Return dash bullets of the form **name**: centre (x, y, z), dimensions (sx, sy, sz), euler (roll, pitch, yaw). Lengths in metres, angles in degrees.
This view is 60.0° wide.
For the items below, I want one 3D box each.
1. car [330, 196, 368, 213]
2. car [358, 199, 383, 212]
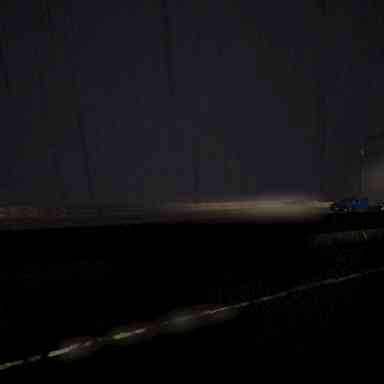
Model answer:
- **car**: centre (18.074, 1.518, 37.860), dimensions (5.566, 2.045, 2.150), euler (1, 0, -34)
- **car**: centre (20.173, 1.789, 35.051), dimensions (4.902, 1.511, 2.128), euler (1, 0, -34)
